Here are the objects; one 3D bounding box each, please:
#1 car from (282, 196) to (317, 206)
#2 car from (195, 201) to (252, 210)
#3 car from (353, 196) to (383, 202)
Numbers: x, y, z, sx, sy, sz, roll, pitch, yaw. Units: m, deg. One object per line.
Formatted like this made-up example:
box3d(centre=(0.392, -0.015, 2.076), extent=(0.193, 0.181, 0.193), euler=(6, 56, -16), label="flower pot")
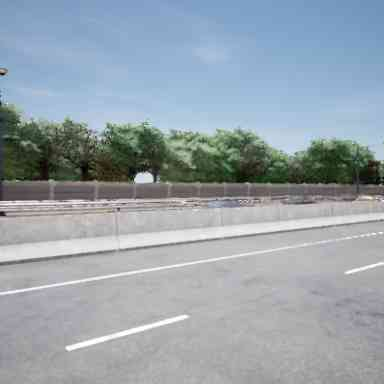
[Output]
box3d(centre=(12.518, 1.278, 38.693), extent=(4.892, 1.490, 1.837), euler=(0, 0, -36), label="car")
box3d(centre=(2.669, 1.422, 27.373), extent=(5.357, 1.411, 2.033), euler=(0, 0, -36), label="car")
box3d(centre=(17.718, 1.241, 33.806), extent=(5.008, 1.535, 1.882), euler=(-1, 0, -36), label="car")
